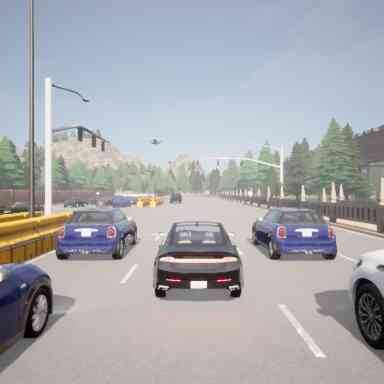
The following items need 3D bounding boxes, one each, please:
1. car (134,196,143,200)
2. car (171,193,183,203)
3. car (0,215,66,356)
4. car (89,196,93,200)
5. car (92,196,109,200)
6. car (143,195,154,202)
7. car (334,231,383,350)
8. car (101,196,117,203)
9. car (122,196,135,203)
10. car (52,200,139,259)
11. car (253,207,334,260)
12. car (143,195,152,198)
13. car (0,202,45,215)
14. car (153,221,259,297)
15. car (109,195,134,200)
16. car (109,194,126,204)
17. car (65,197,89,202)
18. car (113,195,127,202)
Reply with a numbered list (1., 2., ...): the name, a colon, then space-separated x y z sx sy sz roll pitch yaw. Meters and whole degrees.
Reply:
1. car: -10.348 1.526 58.334 1.812 1.442 4.674 0 0 1
2. car: -3.140 1.223 67.559 2.150 2.045 5.566 0 0 0
3. car: -3.383 1.352 3.759 2.097 1.767 4.553 0 0 0
4. car: -17.337 1.505 58.809 1.837 1.490 4.892 0 0 1
5. car: -13.864 1.526 52.983 1.812 1.442 4.674 0 0 1
6. car: -10.190 1.524 78.448 1.812 1.442 4.674 0 0 0
7. car: 3.615 1.221 3.068 2.150 2.045 5.566 0 0 0
8. car: -17.227 1.525 69.235 2.128 1.511 4.902 0 0 0
9. car: -13.715 1.553 72.146 1.994 1.385 4.181 0 0 0
10. car: -3.401 1.352 12.675 2.097 1.767 4.553 0 0 -1
11. car: 3.647 1.352 12.653 2.097 1.767 4.553 0 0 0
12. car: -10.230 1.491 68.525 2.128 1.511 4.902 0 0 0
13. car: -15.302 1.601 30.771 4.718 1.301 1.895 0 0 -17
14. car: 0.132 1.492 8.540 2.128 1.511 4.902 0 0 0
15. car: -10.393 1.478 49.267 1.882 1.535 5.008 0 0 0
16. car: -13.807 1.352 62.126 2.097 1.767 4.553 0 0 1
17. car: -17.411 1.505 49.395 1.837 1.490 4.892 0 0 1
18. car: -17.185 1.540 79.726 2.033 1.411 5.357 0 0 0
